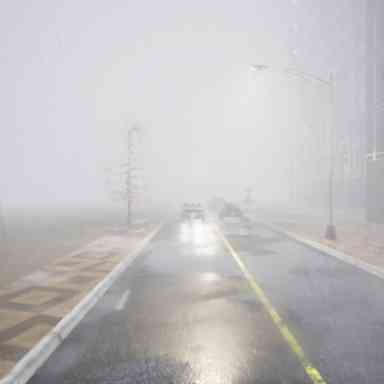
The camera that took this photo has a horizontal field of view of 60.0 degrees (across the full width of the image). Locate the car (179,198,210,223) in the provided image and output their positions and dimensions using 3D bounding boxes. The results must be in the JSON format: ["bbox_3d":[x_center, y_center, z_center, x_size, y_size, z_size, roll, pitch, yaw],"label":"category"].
[{"bbox_3d":[0.056,1.485,25.895,2.128,1.511,4.902,0,0,0],"label":"car"}]

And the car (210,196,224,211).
[{"bbox_3d":[3.123,1.345,40.522,2.097,1.767,4.553,0,0,1],"label":"car"}]

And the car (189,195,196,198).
[{"bbox_3d":[0.201,1.578,88.941,1.895,1.301,4.718,0,0,0],"label":"car"}]

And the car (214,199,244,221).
[{"bbox_3d":[3.108,1.524,27.385,1.812,1.442,4.674,0,0,0],"label":"car"}]
